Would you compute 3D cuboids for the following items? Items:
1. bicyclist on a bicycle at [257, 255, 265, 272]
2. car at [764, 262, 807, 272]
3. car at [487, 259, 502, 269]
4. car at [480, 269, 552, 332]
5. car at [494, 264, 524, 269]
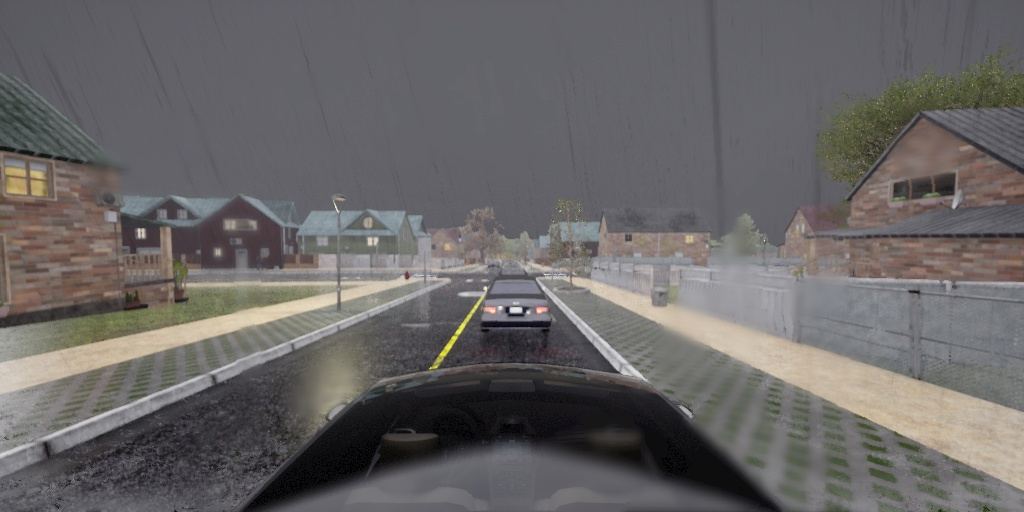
[{"bbox_3d":[-24.951,0.729,35.644,0.582,1.620,1.656,0,3,-16],"label":"bicyclist on a bicycle"},{"bbox_3d":[27.369,1.280,35.987,4.181,1.385,1.994,0,3,9],"label":"car"},{"bbox_3d":[-2.943,1.246,57.692,1.837,1.490,4.892,0,0,0],"label":"car"},{"bbox_3d":[0.082,1.280,10.707,2.033,1.411,5.357,0,0,0],"label":"car"},{"bbox_3d":[0.052,1.321,21.222,1.895,1.301,4.718,0,0,0],"label":"car"}]
